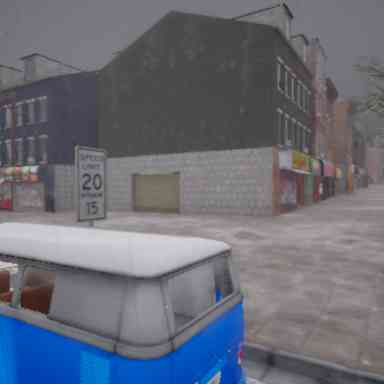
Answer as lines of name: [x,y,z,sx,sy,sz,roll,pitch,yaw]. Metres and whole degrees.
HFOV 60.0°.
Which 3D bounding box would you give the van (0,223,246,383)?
van: [-1.414,1.303,3.656,3.998,1.788,1.690,0,1,31]
